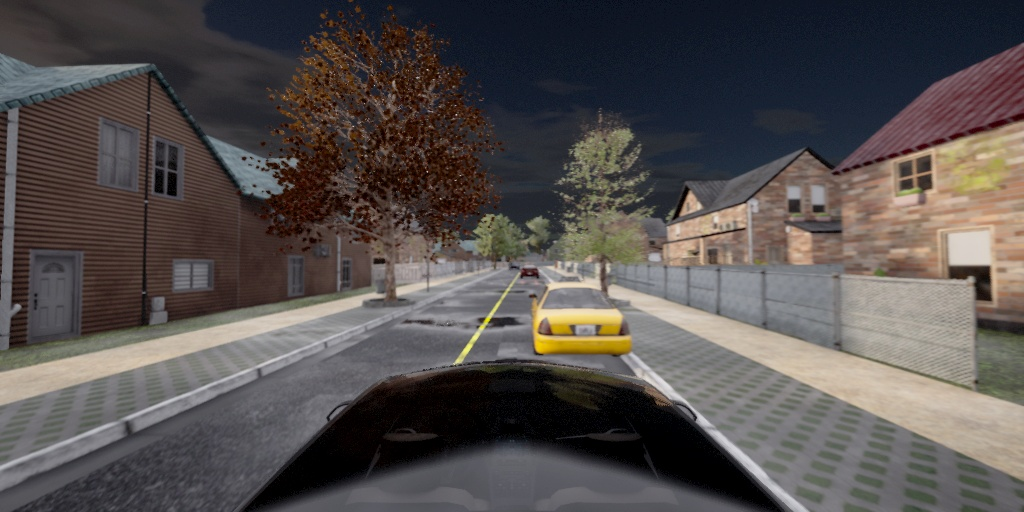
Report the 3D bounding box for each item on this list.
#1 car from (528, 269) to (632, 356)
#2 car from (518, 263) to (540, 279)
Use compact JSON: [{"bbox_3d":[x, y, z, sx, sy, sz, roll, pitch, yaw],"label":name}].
[{"bbox_3d":[1.380,1.268,8.716,1.801,1.575,5.366,0,-1,3],"label":"car"},{"bbox_3d":[1.862,1.587,37.665,1.882,1.535,5.008,0,-1,3],"label":"car"}]
